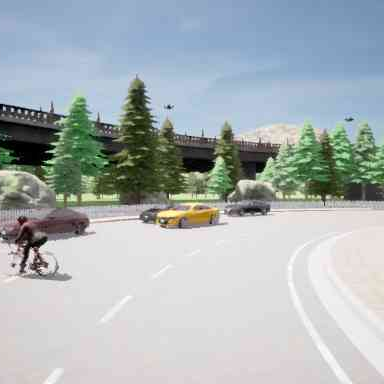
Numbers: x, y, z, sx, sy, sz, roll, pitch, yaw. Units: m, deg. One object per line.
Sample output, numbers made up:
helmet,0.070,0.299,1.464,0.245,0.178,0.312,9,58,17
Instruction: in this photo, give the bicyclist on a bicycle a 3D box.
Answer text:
bicyclist on a bicycle,-4.261,1.455,8.696,1.656,1.620,0.582,-2,0,11

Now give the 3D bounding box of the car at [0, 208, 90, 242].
car,-7.140,1.526,16.567,1.812,1.442,4.674,0,0,25

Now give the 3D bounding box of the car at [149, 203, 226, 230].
car,-0.169,1.477,21.724,1.882,1.535,5.008,0,0,40

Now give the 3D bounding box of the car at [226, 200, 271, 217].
car,5.344,1.491,31.738,4.902,1.511,2.128,0,0,-34

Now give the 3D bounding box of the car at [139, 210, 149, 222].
car,-1.899,1.564,24.976,1.994,1.385,4.181,0,0,42
